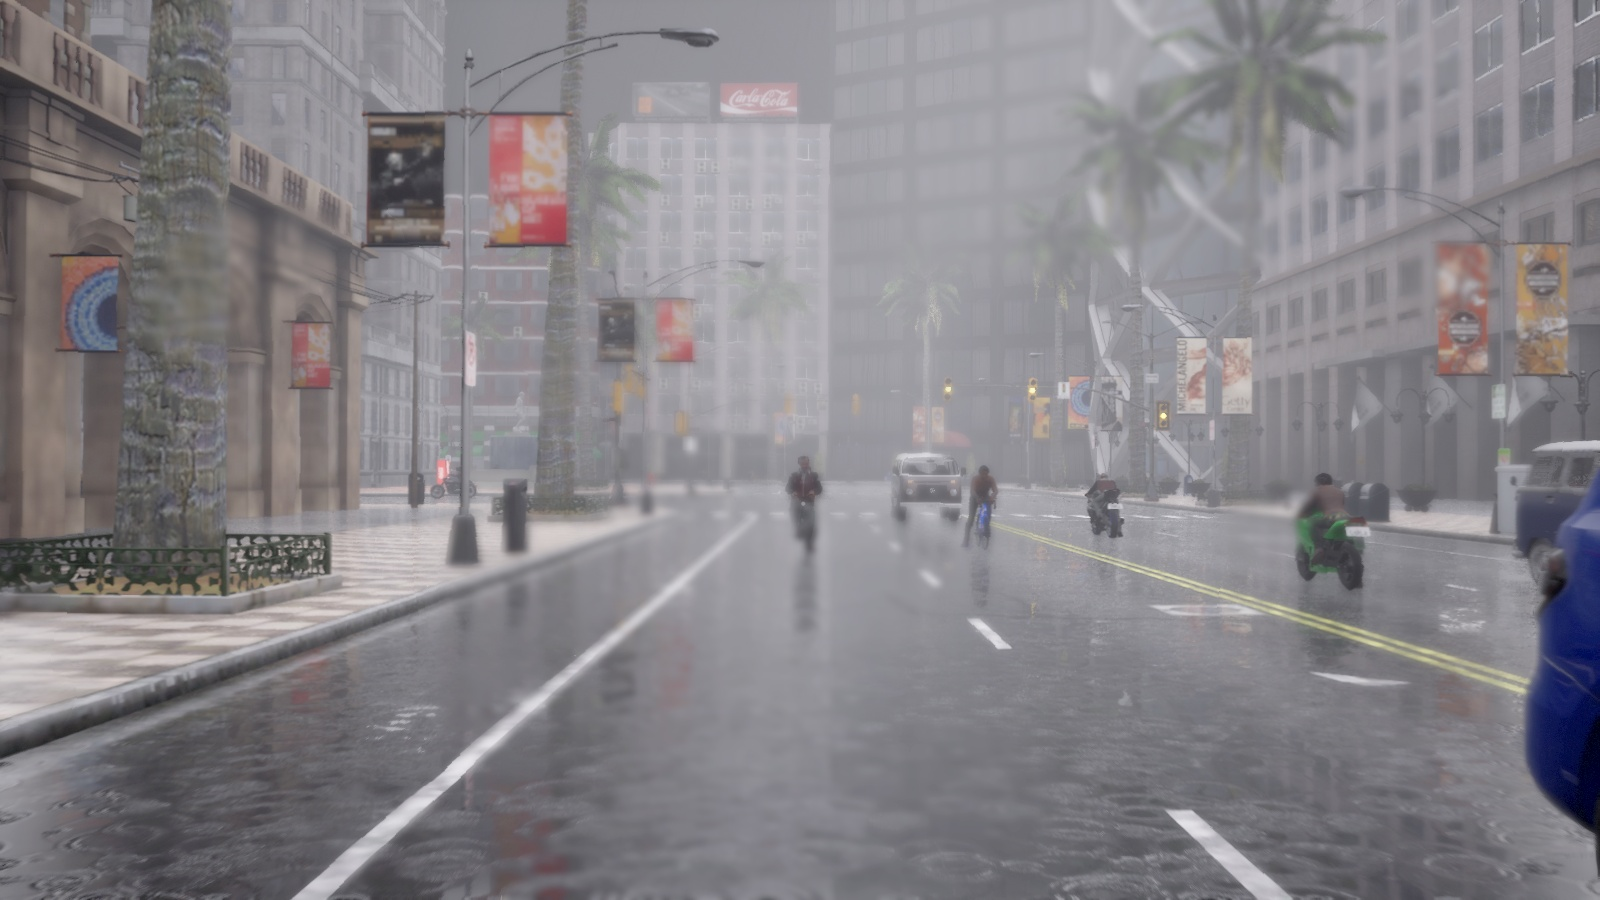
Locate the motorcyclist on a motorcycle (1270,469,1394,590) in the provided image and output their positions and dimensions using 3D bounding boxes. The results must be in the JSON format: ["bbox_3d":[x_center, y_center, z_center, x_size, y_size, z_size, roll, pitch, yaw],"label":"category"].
[{"bbox_3d":[7.113,1.022,16.917,0.797,1.523,2.044,0,-1,0],"label":"motorcyclist on a motorcycle"}]

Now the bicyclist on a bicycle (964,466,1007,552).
[{"bbox_3d":[3.599,1.121,24.467,0.582,1.620,1.656,0,-1,0],"label":"bicyclist on a bicycle"}]

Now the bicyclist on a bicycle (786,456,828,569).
[{"bbox_3d":[0.110,0.995,20.631,0.659,1.776,1.843,0,-1,0],"label":"bicyclist on a bicycle"}]

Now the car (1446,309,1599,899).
[{"bbox_3d":[3.494,0.551,1.876,2.150,2.045,5.566,0,-1,0],"label":"car"}]

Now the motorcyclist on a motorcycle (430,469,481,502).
[{"bbox_3d":[-17.346,1.789,63.212,2.350,1.649,0.766,0,-1,0],"label":"motorcyclist on a motorcycle"}]

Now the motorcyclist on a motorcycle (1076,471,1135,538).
[{"bbox_3d":[7.246,1.271,29.914,0.866,1.530,2.191,0,-1,0],"label":"motorcyclist on a motorcycle"}]

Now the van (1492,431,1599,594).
[{"bbox_3d":[10.626,0.759,15.444,1.775,1.987,4.442,0,-1,0],"label":"van"}]

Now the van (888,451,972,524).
[{"bbox_3d":[3.791,1.091,37.441,2.069,2.038,4.480,0,-1,0],"label":"van"}]
